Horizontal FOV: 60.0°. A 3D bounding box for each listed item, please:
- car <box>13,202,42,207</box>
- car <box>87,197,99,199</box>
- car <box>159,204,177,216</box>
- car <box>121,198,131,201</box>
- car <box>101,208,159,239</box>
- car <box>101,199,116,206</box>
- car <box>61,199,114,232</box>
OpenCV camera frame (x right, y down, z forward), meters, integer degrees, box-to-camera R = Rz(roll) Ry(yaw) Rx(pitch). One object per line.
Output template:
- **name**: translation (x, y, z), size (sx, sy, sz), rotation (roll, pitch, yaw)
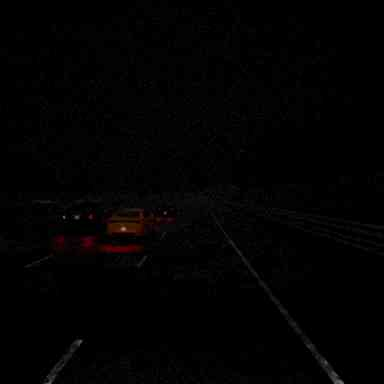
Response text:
- **car**: translation (-17.063, 1.801, 34.401), size (2.128, 1.511, 4.902), rotation (0, -1, 2)
- **car**: translation (-22.169, 2.032, 73.980), size (2.150, 2.045, 5.566), rotation (0, -1, 3)
- **car**: translation (-2.765, 1.965, 37.647), size (1.895, 1.301, 4.718), rotation (0, -1, 2)
- **car**: translation (-15.014, 2.235, 76.187), size (1.837, 1.490, 4.892), rotation (0, -1, 4)
- **car**: translation (-3.233, 1.640, 18.345), size (1.882, 1.535, 5.008), rotation (0, -1, 1)
- **car**: translation (-18.650, 2.319, 74.195), size (1.837, 1.490, 4.892), rotation (0, -1, 4)
- **car**: translation (-6.677, 1.542, 21.550), size (2.097, 1.767, 4.553), rotation (0, -1, 1)
